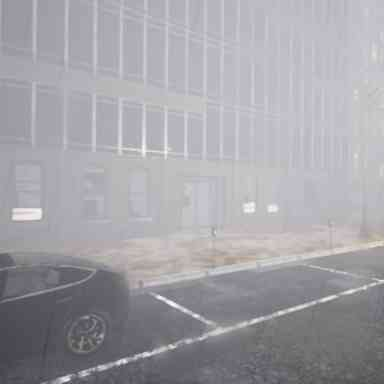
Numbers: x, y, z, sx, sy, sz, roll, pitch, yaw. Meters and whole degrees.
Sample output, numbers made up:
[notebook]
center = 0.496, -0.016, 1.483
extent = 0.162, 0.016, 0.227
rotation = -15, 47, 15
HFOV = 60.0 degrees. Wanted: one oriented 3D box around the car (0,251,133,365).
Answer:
[car]
center = -2.923, 1.566, 4.472
extent = 4.313, 1.339, 1.947
rotation = 1, 0, -35
